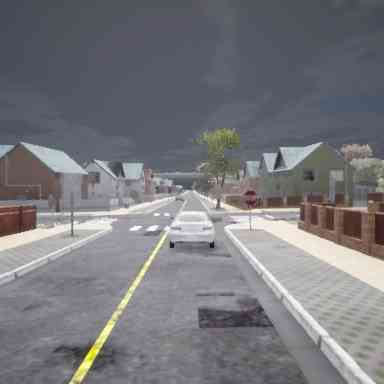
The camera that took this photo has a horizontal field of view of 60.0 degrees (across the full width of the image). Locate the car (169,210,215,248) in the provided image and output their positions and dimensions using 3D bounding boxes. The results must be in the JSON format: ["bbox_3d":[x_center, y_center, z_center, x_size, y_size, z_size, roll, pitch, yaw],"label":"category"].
[{"bbox_3d":[0.000,1.525,14.657,1.812,1.442,4.674,0,0,0],"label":"car"}]

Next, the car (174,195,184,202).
[{"bbox_3d":[-2.748,1.380,70.761,2.033,1.411,5.357,0,0,0],"label":"car"}]
